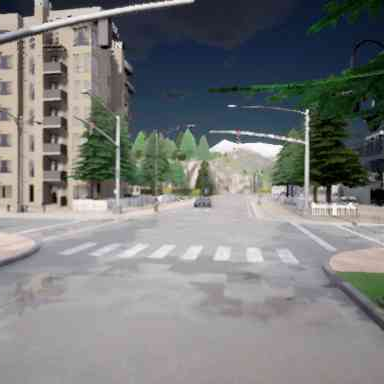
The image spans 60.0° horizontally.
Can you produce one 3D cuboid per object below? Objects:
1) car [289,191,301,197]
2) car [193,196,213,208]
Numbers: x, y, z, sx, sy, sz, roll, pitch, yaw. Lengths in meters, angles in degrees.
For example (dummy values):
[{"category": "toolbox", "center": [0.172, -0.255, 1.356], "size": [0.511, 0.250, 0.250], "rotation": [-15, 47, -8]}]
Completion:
[{"category": "car", "center": [26.206, 0.731, 85.722], "size": [1.845, 1.501, 3.633], "rotation": [0, 1, 9]}, {"category": "car", "center": [1.407, 1.217, 39.686], "size": [1.994, 1.385, 4.181], "rotation": [0, 1, 9]}]
